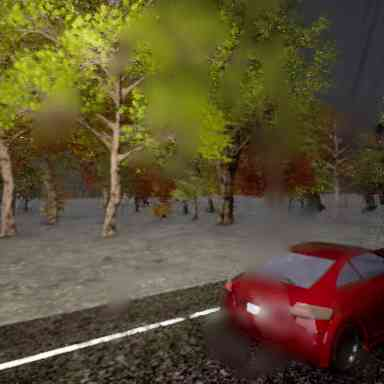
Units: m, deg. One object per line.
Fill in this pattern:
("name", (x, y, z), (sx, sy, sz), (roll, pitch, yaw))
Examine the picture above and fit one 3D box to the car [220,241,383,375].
("car", (2.501, 1.561, 5.657), (4.181, 1.385, 1.994), (0, 0, -36))
